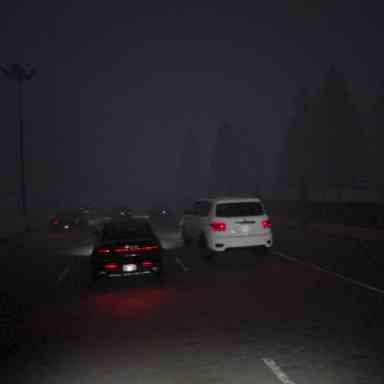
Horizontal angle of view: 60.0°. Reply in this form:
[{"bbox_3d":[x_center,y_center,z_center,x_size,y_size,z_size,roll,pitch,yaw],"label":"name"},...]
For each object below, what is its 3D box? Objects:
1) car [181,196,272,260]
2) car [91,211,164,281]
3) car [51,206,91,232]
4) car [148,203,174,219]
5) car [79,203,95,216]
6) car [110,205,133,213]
[{"bbox_3d":[1.038,1.197,12.662,2.150,2.045,5.566,-2,0,-12],"label":"car"},{"bbox_3d":[-2.026,1.594,10.356,1.837,1.490,4.892,-2,0,-12],"label":"car"},{"bbox_3d":[-8.435,1.948,23.286,1.895,1.301,4.718,-2,0,-12],"label":"car"},{"bbox_3d":[-2.893,1.709,30.529,1.994,1.385,4.181,-2,0,-13],"label":"car"},{"bbox_3d":[-12.522,2.011,39.256,2.128,1.511,4.902,-2,0,-17],"label":"car"},{"bbox_3d":[-6.148,1.815,29.132,2.033,1.411,5.357,-2,0,-13],"label":"car"}]
